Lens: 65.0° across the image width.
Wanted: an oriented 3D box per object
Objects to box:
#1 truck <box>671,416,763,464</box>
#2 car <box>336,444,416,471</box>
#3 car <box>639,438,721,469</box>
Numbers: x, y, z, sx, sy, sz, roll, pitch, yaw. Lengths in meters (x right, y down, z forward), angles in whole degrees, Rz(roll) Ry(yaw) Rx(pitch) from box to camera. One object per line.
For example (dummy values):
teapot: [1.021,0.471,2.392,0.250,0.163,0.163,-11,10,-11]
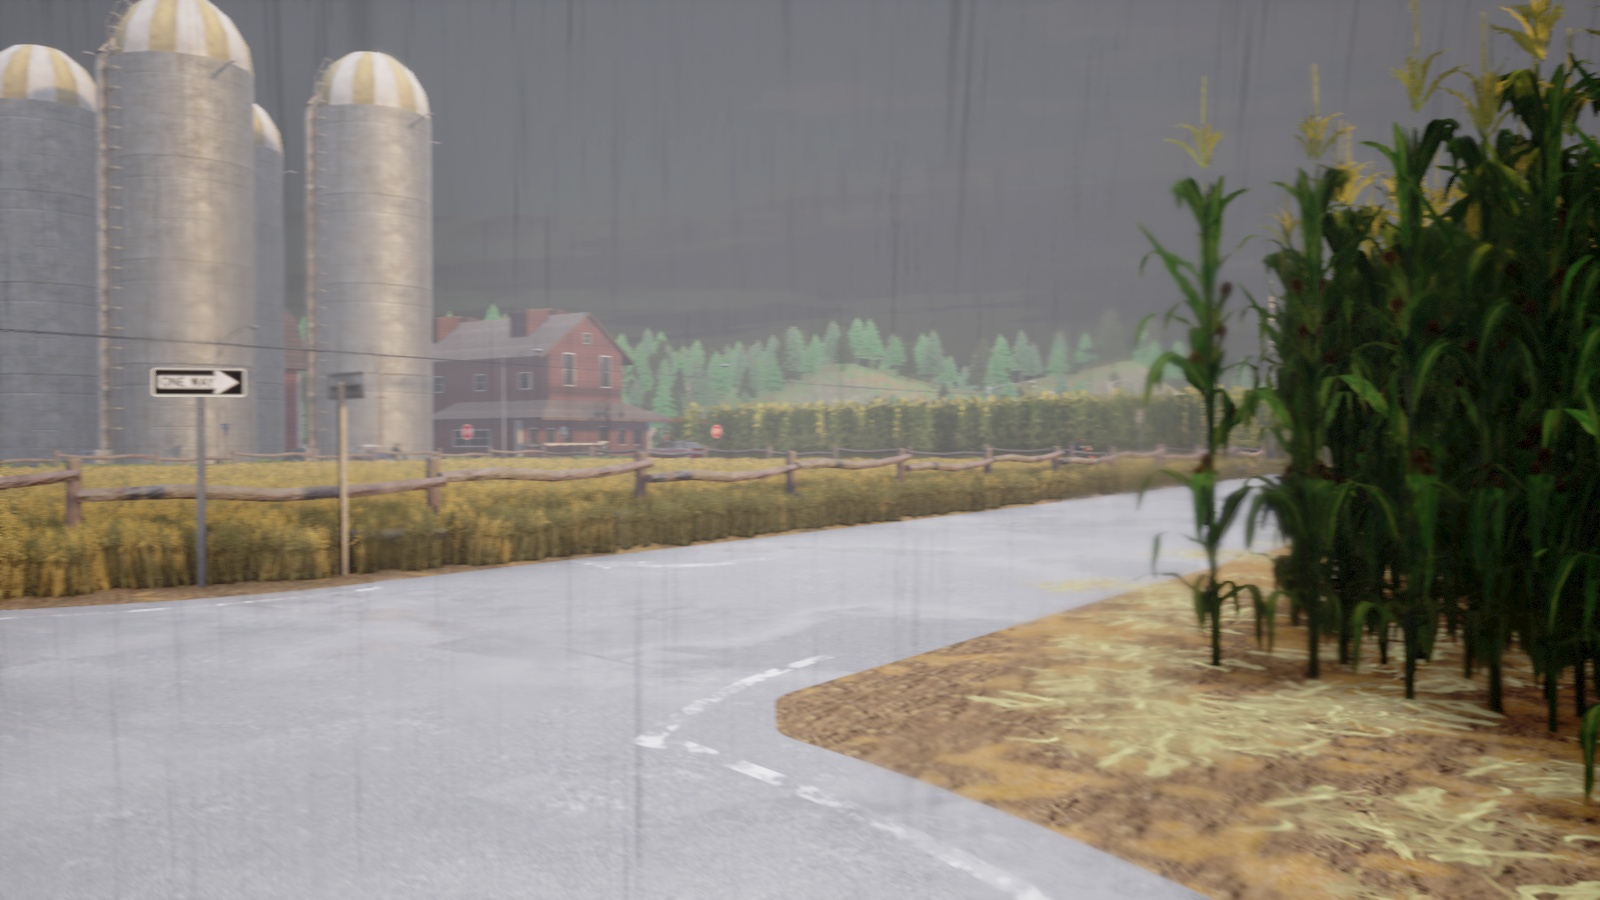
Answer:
truck: [-6.202,-0.768,95.162,2.891,3.462,7.936,0,0,31]
car: [-23.520,0.397,69.711,1.970,1.475,3.806,0,0,34]
car: [-7.152,0.195,74.661,4.553,1.767,2.097,0,0,34]
